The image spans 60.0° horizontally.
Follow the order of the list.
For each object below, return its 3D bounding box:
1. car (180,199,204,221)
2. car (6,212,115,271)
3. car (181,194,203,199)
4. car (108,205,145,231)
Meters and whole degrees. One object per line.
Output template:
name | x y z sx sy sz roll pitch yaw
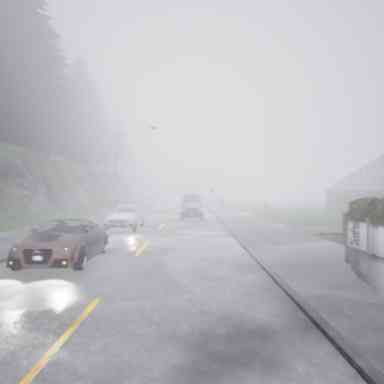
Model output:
car | -0.004 1.521 27.202 1.812 1.442 4.674 0 0 0
car | -4.088 1.563 10.794 1.994 1.385 4.181 0 0 0
car | -0.005 1.215 37.435 2.150 2.045 5.566 0 0 0
car | -4.070 1.523 20.611 1.812 1.442 4.674 0 0 1
